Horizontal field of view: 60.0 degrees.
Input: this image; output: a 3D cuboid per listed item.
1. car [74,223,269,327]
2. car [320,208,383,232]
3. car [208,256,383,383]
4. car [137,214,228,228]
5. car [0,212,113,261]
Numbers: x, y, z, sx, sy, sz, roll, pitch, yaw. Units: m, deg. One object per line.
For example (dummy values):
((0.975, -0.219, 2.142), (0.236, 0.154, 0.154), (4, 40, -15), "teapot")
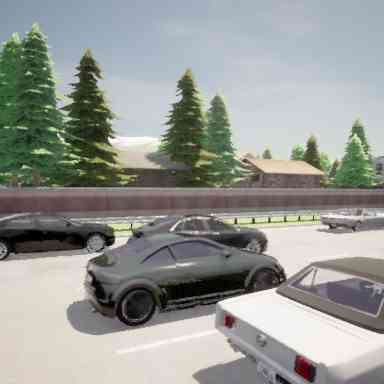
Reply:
((-0.086, 1.565, 6.989), (4.181, 1.385, 1.994), (0, 0, -27), "car")
((10.087, 1.608, 20.013), (4.718, 1.301, 1.895), (0, 0, -27), "car")
((2.765, 1.602, 4.512), (4.718, 1.301, 1.895), (0, 0, -27), "car")
((0.308, 1.507, 11.115), (4.892, 1.490, 1.837), (0, 0, -27), "car")
((-5.365, 1.480, 12.159), (5.008, 1.535, 1.882), (0, 0, -27), "car")
